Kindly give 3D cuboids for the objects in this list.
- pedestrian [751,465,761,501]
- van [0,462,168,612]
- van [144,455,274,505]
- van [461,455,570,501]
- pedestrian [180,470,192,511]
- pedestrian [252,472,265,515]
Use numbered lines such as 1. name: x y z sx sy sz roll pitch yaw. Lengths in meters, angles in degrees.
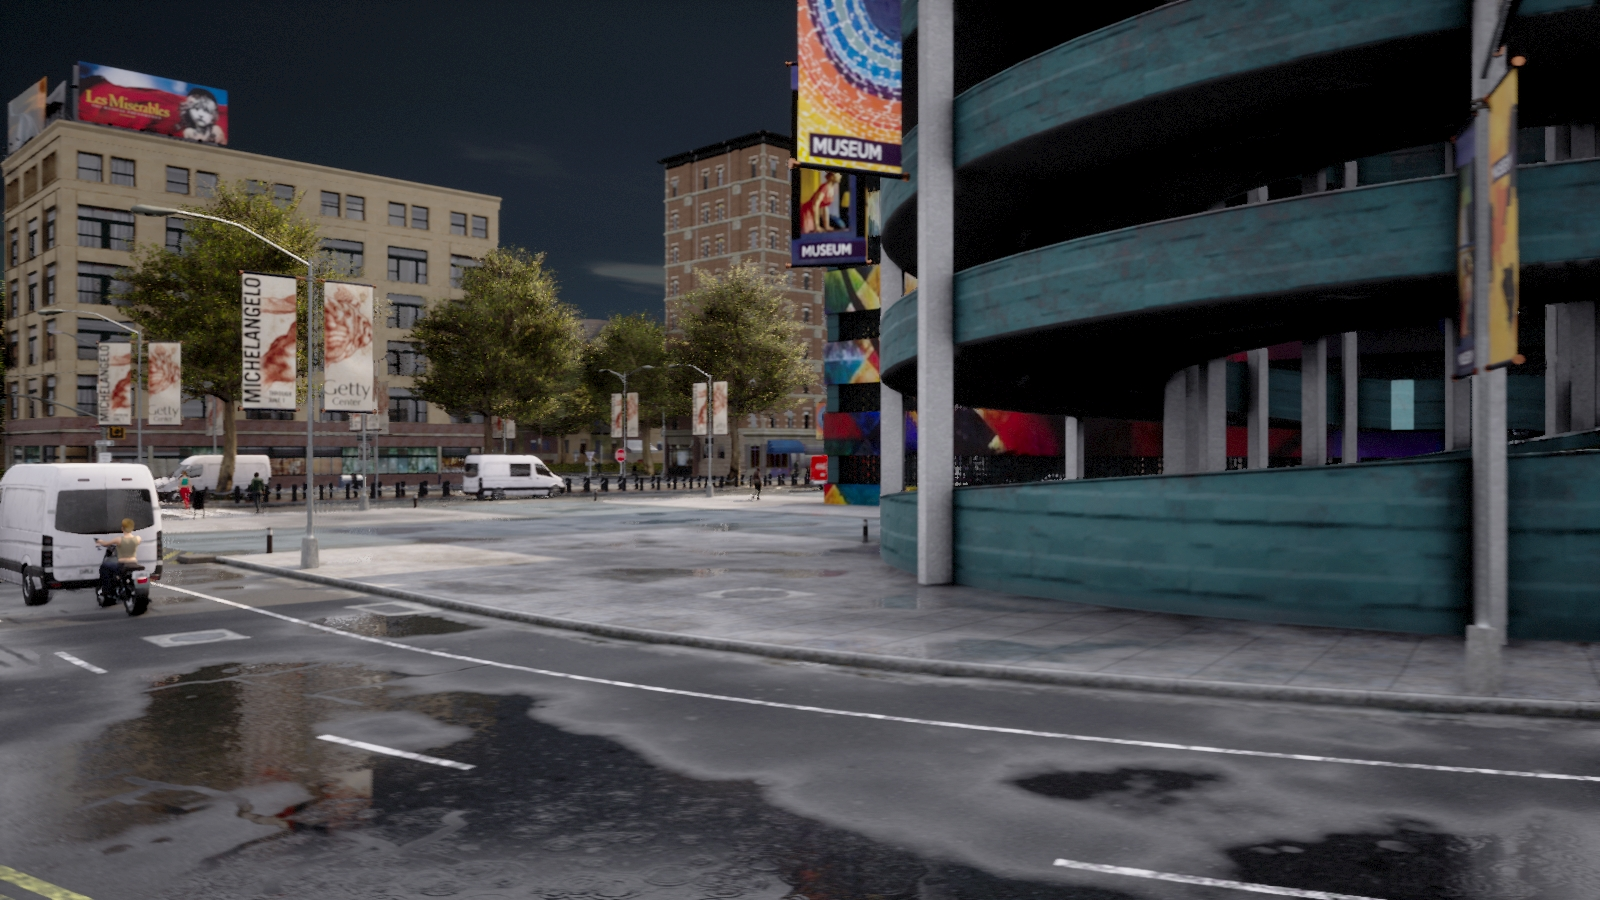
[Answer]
1. pedestrian: -2.306 1.730 59.988 0.375 1.860 0.375 0 0 44
2. van: -14.613 1.544 22.702 5.915 2.561 1.988 0 0 44
3. van: -31.878 1.561 61.794 1.988 2.561 5.915 0 0 45
4. van: -16.393 1.566 66.064 5.915 2.561 1.988 0 0 -45
5. pedestrian: -28.479 1.872 53.008 0.375 1.860 0.375 0 0 44
6. pedestrian: -23.569 1.871 49.734 0.375 1.860 0.375 0 0 -44
